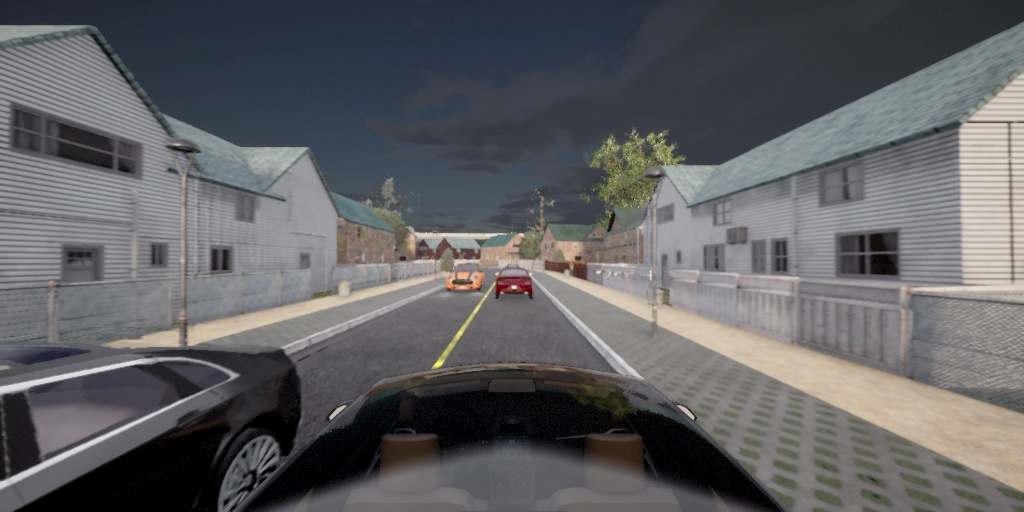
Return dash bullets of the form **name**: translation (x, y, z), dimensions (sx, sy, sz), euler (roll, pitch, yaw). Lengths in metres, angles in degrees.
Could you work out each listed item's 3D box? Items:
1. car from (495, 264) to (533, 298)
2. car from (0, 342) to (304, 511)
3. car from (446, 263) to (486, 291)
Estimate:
- **car**: translation (0.106, 1.336, 19.420), dimensions (1.882, 1.535, 5.008), euler (0, 0, 0)
- **car**: translation (-2.812, 1.239, 1.250), dimensions (2.128, 1.511, 4.902), euler (0, 0, 0)
- **car**: translation (-2.842, 1.229, 22.767), dimensions (2.097, 1.767, 4.553), euler (0, 0, 0)
